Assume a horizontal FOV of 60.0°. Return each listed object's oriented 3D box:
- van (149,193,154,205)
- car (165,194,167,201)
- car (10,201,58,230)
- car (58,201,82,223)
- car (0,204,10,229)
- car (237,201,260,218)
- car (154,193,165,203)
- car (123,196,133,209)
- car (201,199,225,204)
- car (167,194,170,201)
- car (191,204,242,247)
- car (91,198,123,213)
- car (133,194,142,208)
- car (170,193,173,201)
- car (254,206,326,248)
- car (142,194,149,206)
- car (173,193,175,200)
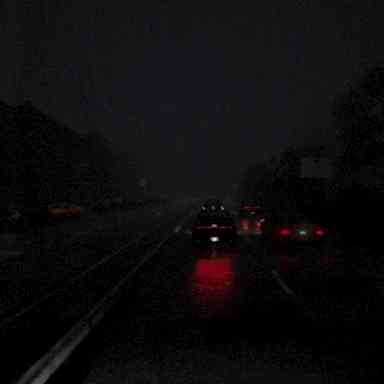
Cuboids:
[{"bbox_3d":[-8.575,1.314,59.395,1.878,1.987,4.442,0,0,3],"label":"van"},{"bbox_3d":[-7.630,1.560,76.065,2.097,1.535,5.008,0,0,3],"label":"car"},{"bbox_3d":[-10.748,1.369,21.053,2.185,1.767,4.553,0,0,3],"label":"car"},{"bbox_3d":[-10.445,1.498,26.354,1.946,1.575,5.366,0,0,3],"label":"car"},{"bbox_3d":[-11.070,1.485,15.319,1.946,1.575,5.366,0,0,3],"label":"car"},{"bbox_3d":[5.132,1.510,29.785,2.128,1.511,4.902,0,0,3],"label":"car"},{"bbox_3d":[-7.938,1.302,70.641,2.435,2.045,5.566,0,0,3],"label":"car"},{"bbox_3d":[-9.498,1.561,43.090,2.002,1.452,4.674,0,0,3],"label":"car"},{"bbox_3d":[1.886,1.391,29.946,2.097,1.767,4.553,0,0,3],"label":"car"},{"bbox_3d":[-7.318,1.567,81.582,2.231,1.521,4.892,0,0,3],"label":"car"},{"bbox_3d":[0.999,1.527,14.976,1.837,1.490,4.892,0,0,3],"label":"car"},{"bbox_3d":[-9.810,1.515,37.578,2.231,1.521,4.892,0,0,3],"label":"car"},{"bbox_3d":[-9.191,1.402,48.510,2.185,1.767,4.553,0,0,3],"label":"car"},{"bbox_3d":[-7.004,1.447,87.124,2.185,1.767,4.553,0,0,3],"label":"car"},{"bbox_3d":[4.243,1.563,14.780,2.033,1.411,5.357,0,0,3],"label":"car"},{"bbox_3d":[-8.879,1.408,54.026,2.185,1.767,4.553,0,0,3],"label":"car"},{"bbox_3d":[-6.691,1.454,92.641,2.185,1.767,4.553,0,0,3],"label":"car"}]
